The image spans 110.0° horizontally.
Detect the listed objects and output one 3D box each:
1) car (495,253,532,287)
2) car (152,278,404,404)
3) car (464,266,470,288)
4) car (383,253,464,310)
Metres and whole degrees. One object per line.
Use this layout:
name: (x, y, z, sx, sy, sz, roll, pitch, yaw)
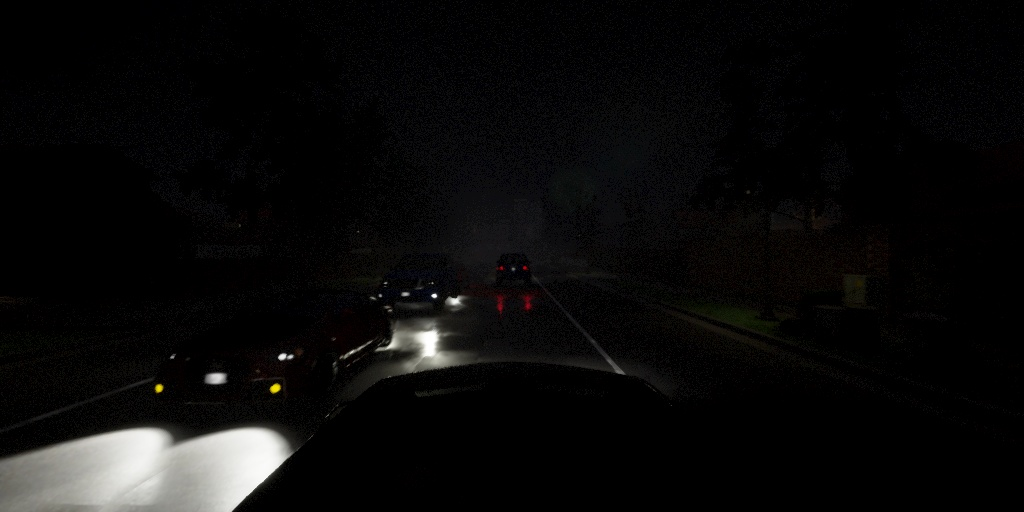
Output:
car: (0.099, 0.837, 23.346, 2.150, 2.045, 5.566, 0, 0, 0)
car: (-3.595, 1.287, 6.342, 1.994, 1.385, 4.181, 0, 0, 0)
car: (-3.570, 0.995, 19.524, 2.097, 1.767, 4.553, 0, 0, 0)
car: (-3.498, 0.885, 14.539, 2.150, 2.045, 5.566, 0, 0, 0)
